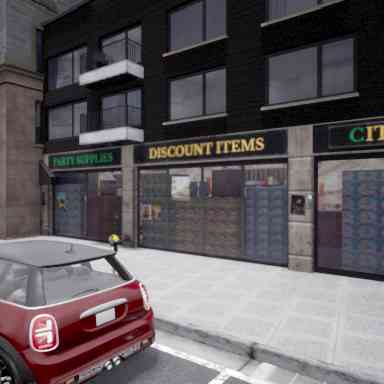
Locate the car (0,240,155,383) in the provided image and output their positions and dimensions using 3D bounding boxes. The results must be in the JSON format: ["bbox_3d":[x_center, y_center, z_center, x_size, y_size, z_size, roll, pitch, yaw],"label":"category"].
[{"bbox_3d":[-2.559,1.440,4.905,4.097,1.590,1.967,0,0,36],"label":"car"}]
